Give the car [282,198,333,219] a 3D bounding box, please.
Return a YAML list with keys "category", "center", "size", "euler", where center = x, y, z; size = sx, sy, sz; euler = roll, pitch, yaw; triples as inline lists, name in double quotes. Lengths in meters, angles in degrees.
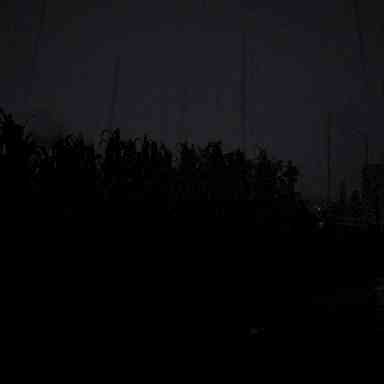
- category: "car"
  center: [9.017, 1.291, 27.049]
  size: [2.097, 1.767, 4.553]
  euler: [0, 0, -36]
